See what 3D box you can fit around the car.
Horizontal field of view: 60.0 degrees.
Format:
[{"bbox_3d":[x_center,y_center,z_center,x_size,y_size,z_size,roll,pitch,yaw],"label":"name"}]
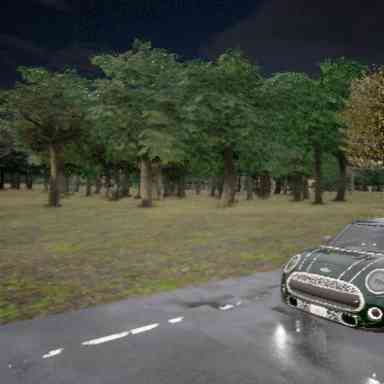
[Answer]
[{"bbox_3d":[3.902,1.351,6.772,4.553,1.767,2.097,0,0,-35],"label":"car"}]
